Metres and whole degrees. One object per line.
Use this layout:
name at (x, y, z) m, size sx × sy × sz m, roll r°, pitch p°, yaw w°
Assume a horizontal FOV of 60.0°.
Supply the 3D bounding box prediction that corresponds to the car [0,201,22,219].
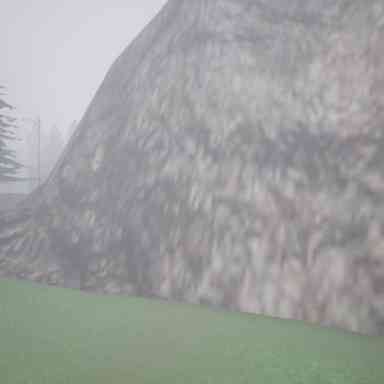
car at (-16.242, 1.491, 26.664) m, size 2.128 × 1.511 × 4.902 m, roll 0°, pitch 0°, yaw 29°
